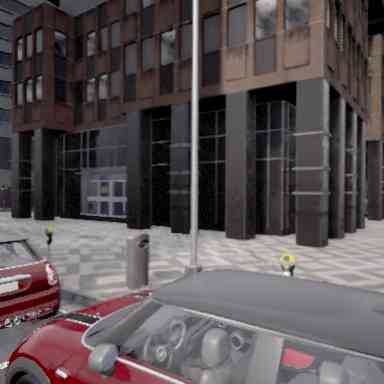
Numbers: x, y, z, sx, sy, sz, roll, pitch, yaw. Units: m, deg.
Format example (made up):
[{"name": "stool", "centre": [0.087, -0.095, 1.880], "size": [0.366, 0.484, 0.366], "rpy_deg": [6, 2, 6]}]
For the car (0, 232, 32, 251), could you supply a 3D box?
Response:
[{"name": "car", "centre": [-4.246, 1.405, 5.967], "size": [4.097, 1.590, 1.967], "rpy_deg": [0, 0, 35]}]

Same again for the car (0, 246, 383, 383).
[{"name": "car", "centre": [0.181, 1.430, 2.832], "size": [4.097, 1.590, 1.967], "rpy_deg": [0, 0, 35]}]
